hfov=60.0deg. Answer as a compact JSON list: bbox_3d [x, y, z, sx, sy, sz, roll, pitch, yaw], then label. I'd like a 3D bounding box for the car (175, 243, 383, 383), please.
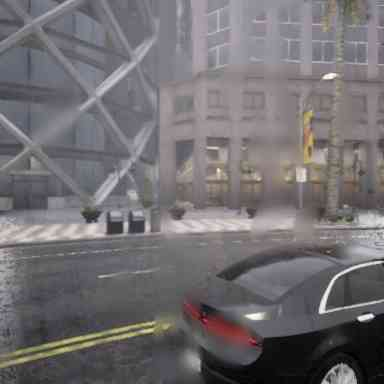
[{"bbox_3d":[2.173,1.480,4.516,4.892,1.490,1.837,0,0,-27],"label":"car"}]
